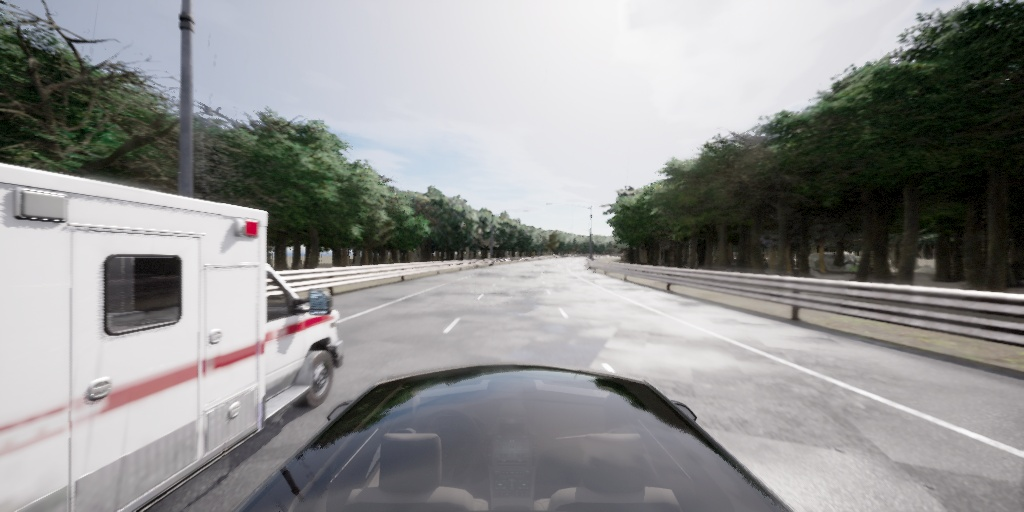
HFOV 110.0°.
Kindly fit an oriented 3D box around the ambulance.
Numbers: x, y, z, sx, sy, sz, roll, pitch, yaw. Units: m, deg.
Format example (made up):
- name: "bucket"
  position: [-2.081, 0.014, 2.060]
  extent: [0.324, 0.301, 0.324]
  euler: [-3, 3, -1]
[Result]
- name: "ambulance"
  position: [-3.456, 0.785, 2.377]
  extent: [2.351, 2.431, 6.366]
  euler: [0, 0, 0]
